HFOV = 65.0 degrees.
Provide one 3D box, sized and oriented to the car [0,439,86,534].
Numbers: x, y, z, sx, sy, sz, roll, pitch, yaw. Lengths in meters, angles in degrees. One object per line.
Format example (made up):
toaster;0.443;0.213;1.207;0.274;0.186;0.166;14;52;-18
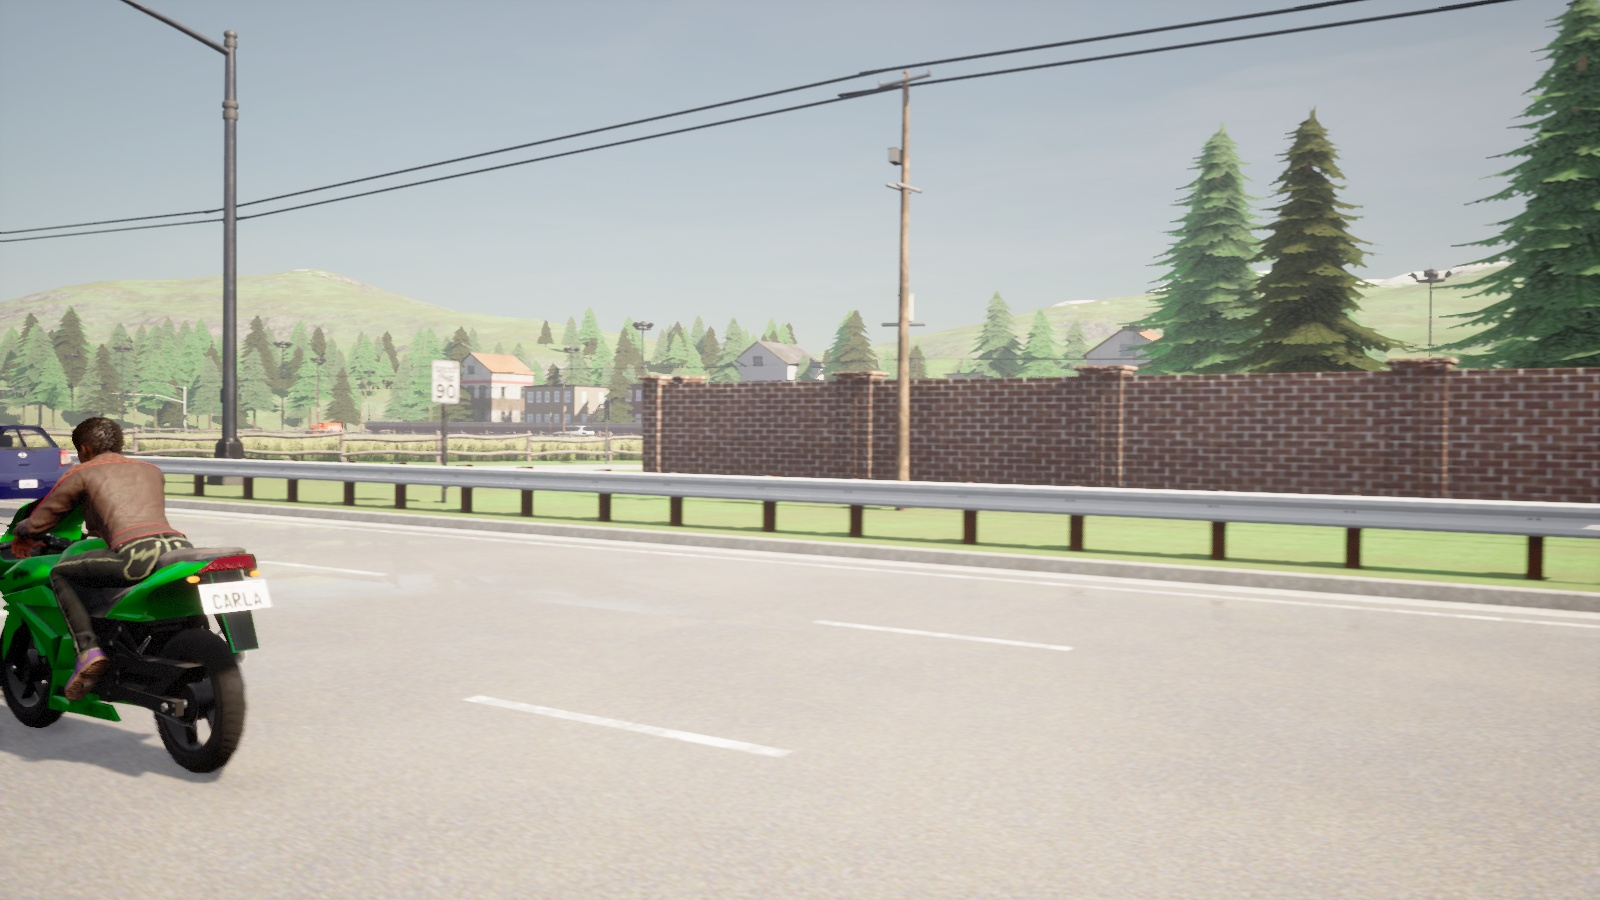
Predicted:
car;-14.034;0.580;21.349;3.633;1.501;1.845;0;1;34

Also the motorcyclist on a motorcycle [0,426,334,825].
motorcyclist on a motorcycle;-3.104;0.664;5.686;2.044;1.523;0.797;0;1;34
